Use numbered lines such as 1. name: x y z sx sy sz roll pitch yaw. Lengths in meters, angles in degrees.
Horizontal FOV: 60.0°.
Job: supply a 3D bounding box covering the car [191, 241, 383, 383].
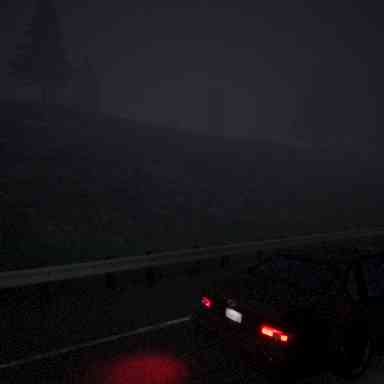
1. car: 2.587 1.556 5.448 5.357 1.411 2.033 0 0 -34
